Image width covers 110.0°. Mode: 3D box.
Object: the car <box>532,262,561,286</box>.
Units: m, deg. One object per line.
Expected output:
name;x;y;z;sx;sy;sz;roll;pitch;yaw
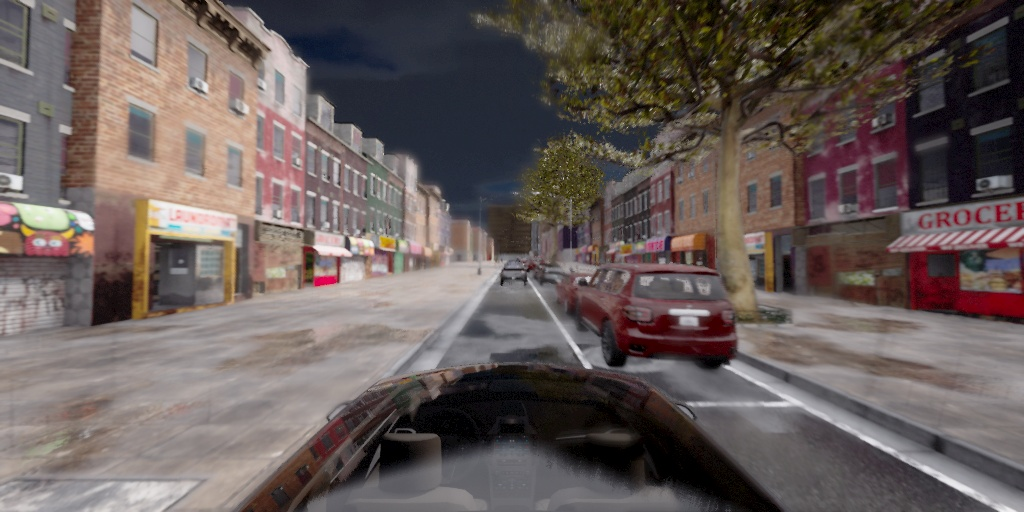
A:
car;2.655;1.285;24.456;1.948;1.339;4.313;0;0;0

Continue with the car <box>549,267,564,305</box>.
car;2.648;1.293;13.343;1.888;1.381;4.507;0;0;0

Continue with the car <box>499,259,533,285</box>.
car;0.109;1.209;25.537;2.128;1.511;4.902;0;0;0

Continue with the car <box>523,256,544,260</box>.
car;2.665;0.967;41.120;2.192;1.841;5.009;0;0;0

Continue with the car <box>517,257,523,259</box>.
car;0.118;1.180;40.830;1.812;1.442;4.674;0;0;0

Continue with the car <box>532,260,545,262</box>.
car;2.658;1.264;30.013;1.948;1.339;4.313;0;0;0

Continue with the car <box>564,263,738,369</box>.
car;2.644;1.067;7.784;2.192;1.841;5.009;0;0;0
